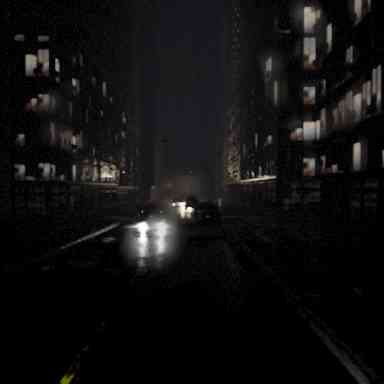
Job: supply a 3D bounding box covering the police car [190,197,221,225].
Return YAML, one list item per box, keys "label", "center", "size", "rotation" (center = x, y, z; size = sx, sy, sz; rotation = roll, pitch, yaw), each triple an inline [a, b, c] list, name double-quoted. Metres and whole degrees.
- label: "police car"
  center: [1.043, 1.436, 24.557]
  size: [1.930, 1.638, 5.238]
  rotation: [0, 0, 0]

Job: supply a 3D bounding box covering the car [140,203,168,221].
- label: "car"
  center: [-3.107, 1.613, 27.776]
  size: [1.895, 1.301, 4.718]
  rotation: [0, 0, 0]

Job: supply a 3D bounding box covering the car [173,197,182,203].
- label: "car"
  center: [-3.019, 1.662, 69.601]
  size: [1.895, 1.301, 4.718]
  rotation: [0, 0, 0]

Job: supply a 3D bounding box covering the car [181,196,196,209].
- label: "car"
  center: [0.007, 1.578, 44.853]
  size: [2.033, 1.411, 5.357]
  rotation: [0, 0, 1]
